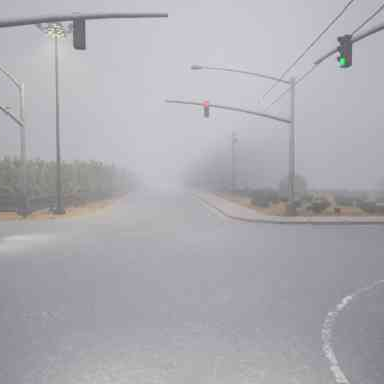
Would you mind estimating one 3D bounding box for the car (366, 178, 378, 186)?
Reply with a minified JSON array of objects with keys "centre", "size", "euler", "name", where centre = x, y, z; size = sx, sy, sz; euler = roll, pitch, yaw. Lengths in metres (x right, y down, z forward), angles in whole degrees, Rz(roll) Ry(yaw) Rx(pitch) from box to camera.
[{"centre":[42.121,-2.288,77.596],"size":[1.905,1.878,3.866],"euler":[10,10,41],"name":"car"}]
